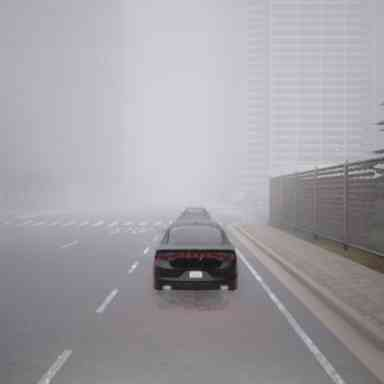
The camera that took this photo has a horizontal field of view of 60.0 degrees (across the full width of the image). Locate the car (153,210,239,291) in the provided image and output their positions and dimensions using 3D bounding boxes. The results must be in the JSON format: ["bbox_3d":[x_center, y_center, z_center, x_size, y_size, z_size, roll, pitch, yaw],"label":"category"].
[{"bbox_3d":[0.084,1.489,9.100,1.882,1.535,5.008,0,0,0],"label":"car"}]

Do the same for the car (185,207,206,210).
[{"bbox_3d":[0.196,1.590,19.726,1.994,1.385,4.181,0,0,2],"label":"car"}]

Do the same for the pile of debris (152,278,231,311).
[{"bbox_3d":[-0.004,2.185,7.236,1.500,0.140,1.860,0,0,0],"label":"pile of debris"}]
